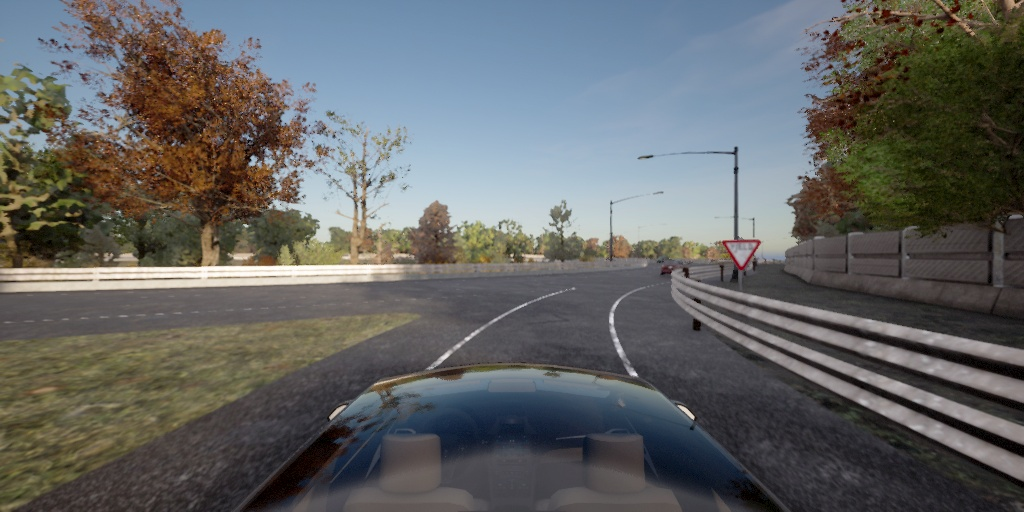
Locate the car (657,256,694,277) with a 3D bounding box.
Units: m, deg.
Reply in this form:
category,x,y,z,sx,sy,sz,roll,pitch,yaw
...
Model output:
category,x,y,z,sx,sy,sz,roll,pitch,yaw
car,17.027,1.139,36.781,2.097,1.767,4.553,0,0,43
